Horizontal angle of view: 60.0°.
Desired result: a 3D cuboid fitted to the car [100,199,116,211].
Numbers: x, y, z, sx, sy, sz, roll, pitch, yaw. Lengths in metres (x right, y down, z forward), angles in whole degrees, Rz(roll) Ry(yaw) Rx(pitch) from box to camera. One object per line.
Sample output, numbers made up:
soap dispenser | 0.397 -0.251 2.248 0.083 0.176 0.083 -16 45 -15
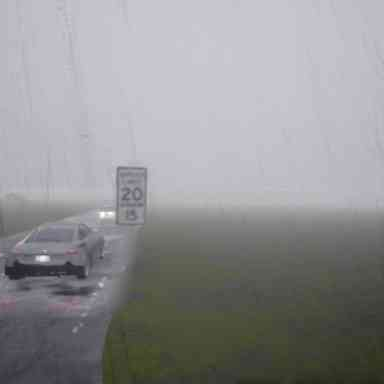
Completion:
car | -11.095 1.660 44.583 2.128 1.511 4.902 1 0 -7

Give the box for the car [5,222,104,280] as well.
car | -3.864 1.588 10.025 1.994 1.385 4.181 1 0 -7
